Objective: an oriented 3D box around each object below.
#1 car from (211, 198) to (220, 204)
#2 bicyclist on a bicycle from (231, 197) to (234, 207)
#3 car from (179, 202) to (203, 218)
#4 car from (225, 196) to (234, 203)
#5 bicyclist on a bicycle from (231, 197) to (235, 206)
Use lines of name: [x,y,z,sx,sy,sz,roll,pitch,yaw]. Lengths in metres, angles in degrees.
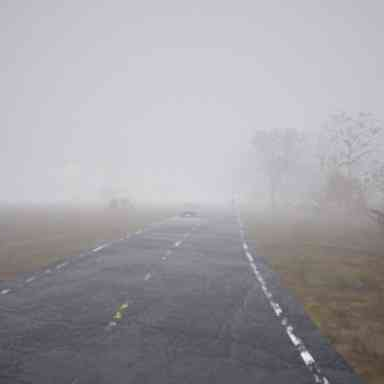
car: [5.249,1.939,73.882,2.033,1.411,5.357,0,0,7]
bicyclist on a bicycle: [6.662,1.802,54.553,0.582,1.620,1.656,0,-1,7]
car: [-0.023,1.741,32.945,2.033,1.411,5.357,0,0,7]
car: [9.245,2.038,81.692,1.994,1.385,4.181,0,0,7]
bicyclist on a bicycle: [7.823,1.776,63.739,0.659,1.776,1.843,0,0,7]
